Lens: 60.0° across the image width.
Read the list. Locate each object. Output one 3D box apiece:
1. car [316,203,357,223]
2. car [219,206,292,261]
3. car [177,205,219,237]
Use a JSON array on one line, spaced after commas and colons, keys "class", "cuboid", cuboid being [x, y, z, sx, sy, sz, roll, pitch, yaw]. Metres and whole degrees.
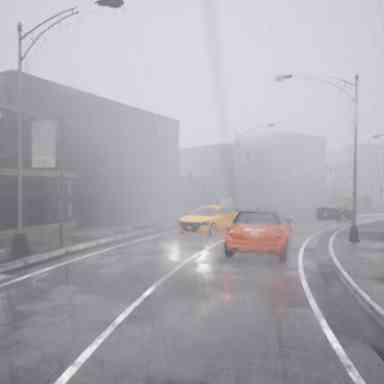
[{"class": "car", "cuboid": [12.161, 1.648, 27.797, 1.882, 1.535, 5.008, 1, 0, 44]}, {"class": "car", "cuboid": [2.687, 1.383, 12.790, 2.097, 1.767, 4.553, 1, 0, 18]}, {"class": "car", "cuboid": [0.988, 1.470, 18.259, 1.882, 1.535, 5.008, 1, 0, 27]}]
